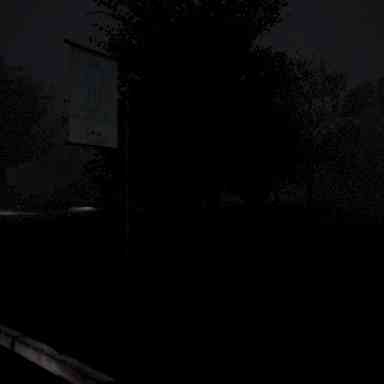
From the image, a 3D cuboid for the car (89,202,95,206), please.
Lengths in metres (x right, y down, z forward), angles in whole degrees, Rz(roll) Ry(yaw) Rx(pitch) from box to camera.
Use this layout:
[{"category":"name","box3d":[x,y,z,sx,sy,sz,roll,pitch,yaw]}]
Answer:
[{"category":"car","box3d":[-12.508,1.506,49.342,2.033,1.411,5.357,0,0,38]}]

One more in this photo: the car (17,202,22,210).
[{"category":"car","box3d":[-18.964,1.482,41.176,2.128,1.511,4.902,0,0,39]}]

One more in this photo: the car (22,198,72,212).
[{"category":"car","box3d":[-16.501,1.469,38.652,1.882,1.535,5.008,0,0,39]}]

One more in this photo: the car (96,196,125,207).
[{"category":"car","box3d":[-10.185,1.183,46.638,2.150,2.045,5.566,0,0,38]}]
